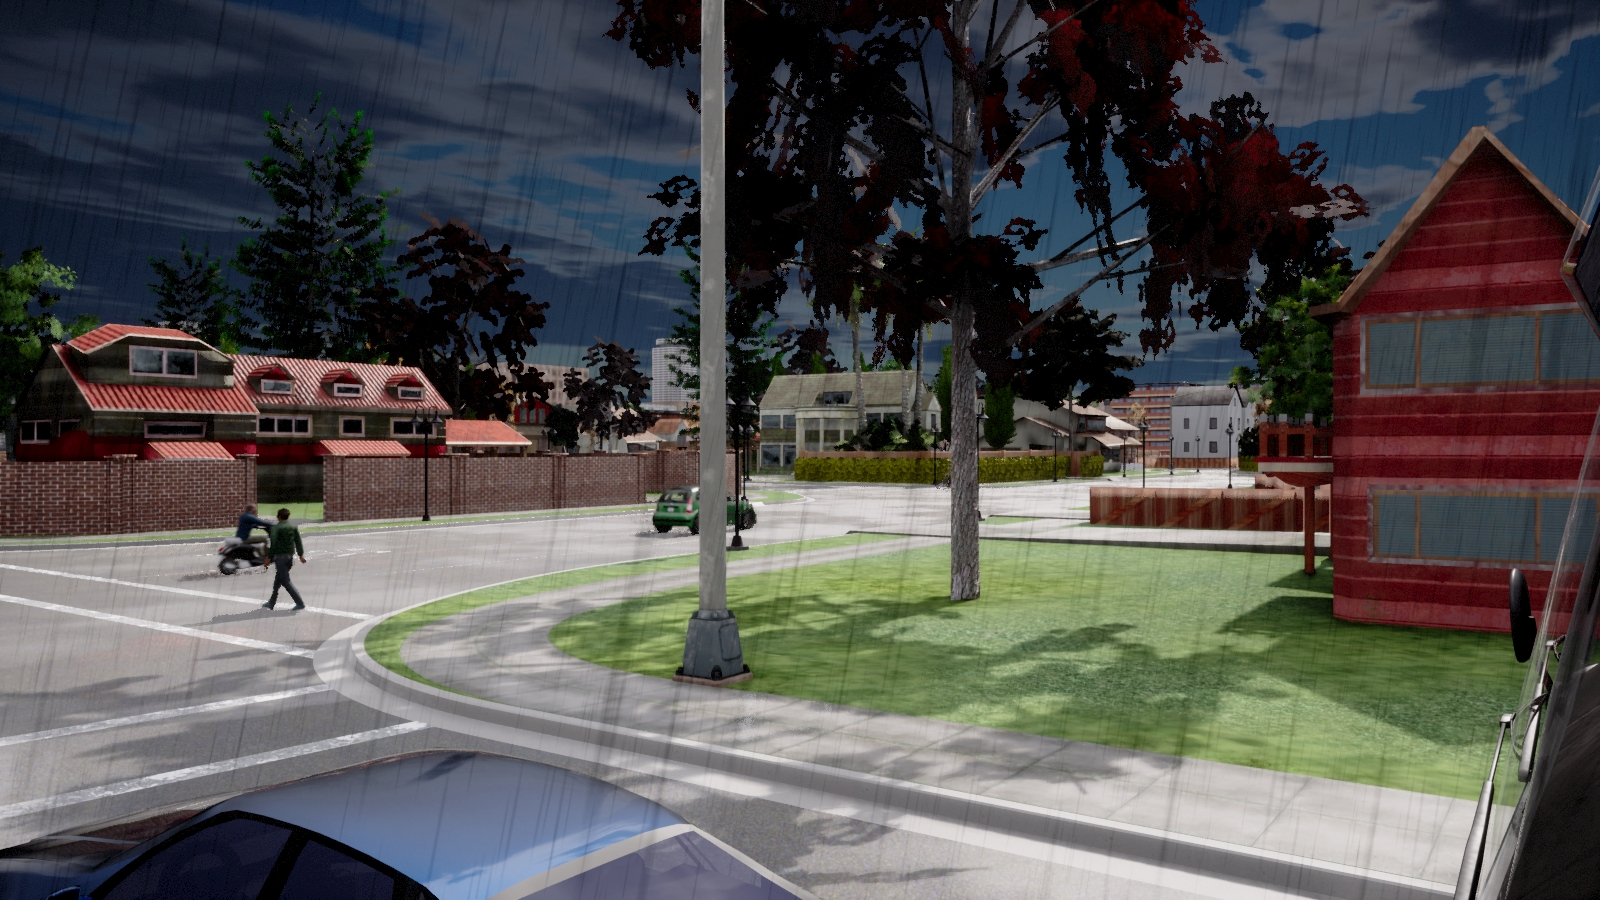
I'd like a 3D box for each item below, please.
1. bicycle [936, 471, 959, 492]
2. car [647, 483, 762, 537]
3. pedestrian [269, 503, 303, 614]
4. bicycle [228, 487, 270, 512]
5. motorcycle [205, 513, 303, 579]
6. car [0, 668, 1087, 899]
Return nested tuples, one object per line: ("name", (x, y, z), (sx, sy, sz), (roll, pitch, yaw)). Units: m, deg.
("bicycle", (9.703, 2.063, 75.030), (1.487, 1.301, 0.859), (0, -3, 10))
("car", (-3.215, 1.999, 39.175), (1.851, 1.617, 3.988), (0, 0, 34))
("pedestrian", (-8.845, 1.848, 19.662), (0.375, 1.860, 0.375), (0, 0, 24))
("bicycle", (-25.201, 2.256, 52.245), (0.859, 1.080, 1.487), (0, 0, 34))
("motorcycle", (-12.369, 2.140, 25.911), (0.856, 1.341, 1.805), (-1, -1, 37))
("car", (-1.713, 2.106, 4.943), (5.357, 1.411, 2.033), (0, 0, 36))
